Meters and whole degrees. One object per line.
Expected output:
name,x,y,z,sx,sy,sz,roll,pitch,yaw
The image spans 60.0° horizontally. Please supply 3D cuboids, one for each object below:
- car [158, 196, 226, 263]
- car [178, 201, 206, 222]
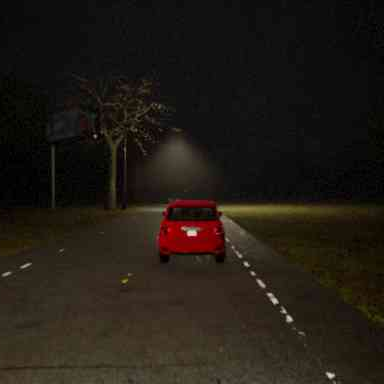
car,0.012,1.319,12.573,2.150,2.045,5.566,0,0,0
car,0.028,1.613,28.493,2.128,1.511,4.902,0,0,1
